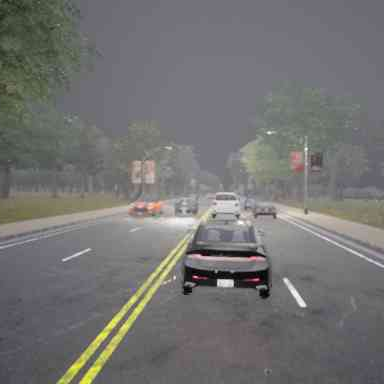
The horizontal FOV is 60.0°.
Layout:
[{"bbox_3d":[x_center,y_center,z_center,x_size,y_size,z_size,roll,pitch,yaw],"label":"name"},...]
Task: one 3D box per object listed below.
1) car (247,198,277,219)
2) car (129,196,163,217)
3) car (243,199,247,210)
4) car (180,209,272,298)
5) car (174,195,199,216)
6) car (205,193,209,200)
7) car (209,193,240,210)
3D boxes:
[{"bbox_3d":[6.146,1.457,28.687,2.033,1.411,5.357,1,0,6],"label":"car"},{"bbox_3d":[-3.849,1.112,28.456,2.097,1.767,4.553,1,0,6],"label":"car"},{"bbox_3d":[7.297,1.421,40.652,2.033,1.411,5.357,1,0,6],"label":"car"},{"bbox_3d":[0.861,1.445,8.510,2.128,1.511,4.902,1,0,6],"label":"car"},{"bbox_3d":[-0.420,1.294,30.079,2.128,1.511,4.902,1,0,6],"label":"car"},{"bbox_3d":[3.862,0.987,71.369,1.882,1.535,5.008,1,0,6],"label":"car"},{"bbox_3d":[2.799,1.086,27.614,2.150,2.045,5.566,1,0,6],"label":"car"}]
